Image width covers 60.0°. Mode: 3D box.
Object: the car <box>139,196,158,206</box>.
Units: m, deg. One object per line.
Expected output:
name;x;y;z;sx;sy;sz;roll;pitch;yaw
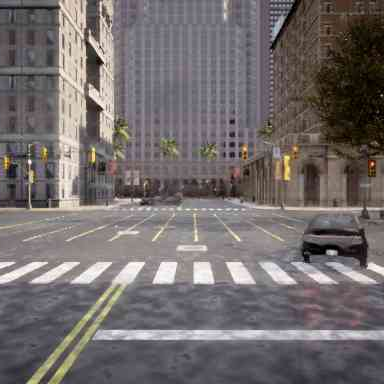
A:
car;-7.150;1.564;53.275;1.994;1.385;4.181;0;0;0

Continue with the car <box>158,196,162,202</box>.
car;-7.001;1.526;68.982;1.812;1.442;4.674;0;0;1

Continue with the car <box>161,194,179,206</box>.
car;-3.648;1.505;56.648;1.837;1.490;4.892;0;0;0

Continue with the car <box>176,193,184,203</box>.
car;-3.484;1.525;70.801;2.128;1.511;4.902;0;0;1

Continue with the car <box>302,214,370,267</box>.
car;5.036;1.495;11.579;2.128;1.511;4.902;-1;-1;26

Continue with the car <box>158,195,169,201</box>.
car;-6.888;1.531;81.278;2.033;1.411;5.357;0;0;1
